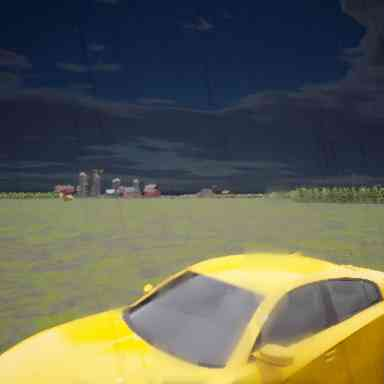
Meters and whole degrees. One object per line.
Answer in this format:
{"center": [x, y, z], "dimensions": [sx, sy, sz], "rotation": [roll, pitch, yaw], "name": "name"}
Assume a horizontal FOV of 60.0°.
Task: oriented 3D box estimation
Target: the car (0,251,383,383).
{"center": [0.594, 1.477, 3.494], "dimensions": [5.008, 1.535, 1.882], "rotation": [0, 0, -36], "name": "car"}
